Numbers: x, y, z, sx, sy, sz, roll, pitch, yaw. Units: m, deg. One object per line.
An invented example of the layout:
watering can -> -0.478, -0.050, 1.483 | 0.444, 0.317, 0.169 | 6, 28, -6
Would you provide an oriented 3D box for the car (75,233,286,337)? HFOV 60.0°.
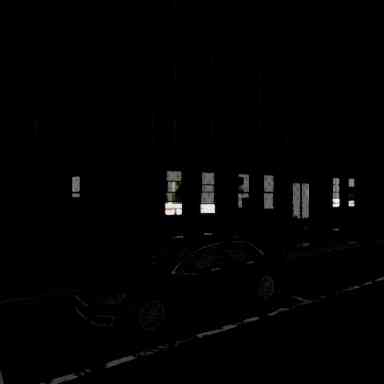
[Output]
car -> -0.002, 1.551, 6.558 | 4.403, 1.369, 2.008 | 0, 0, -35
